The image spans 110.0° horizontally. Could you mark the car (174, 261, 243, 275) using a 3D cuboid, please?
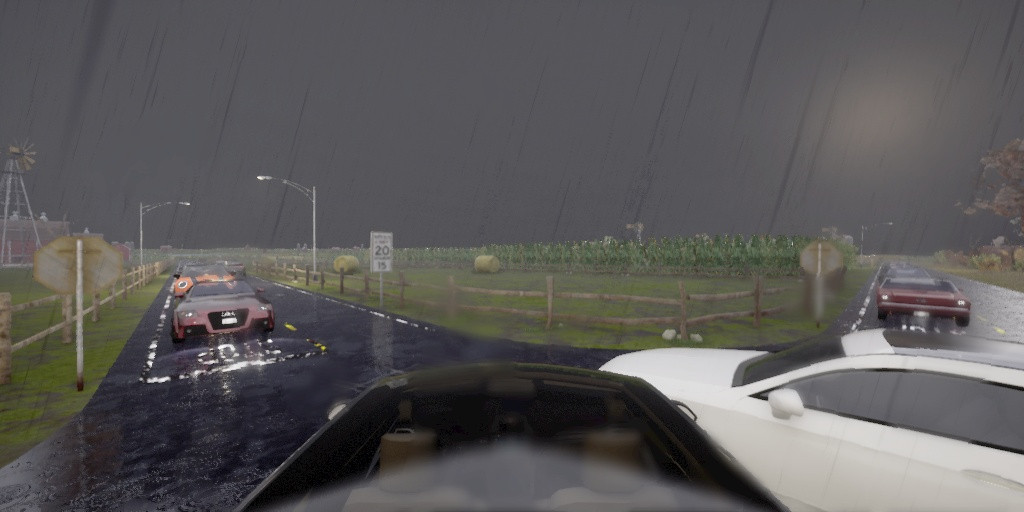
[{"bbox_3d":[-13.968,1.157,16.379,2.097,1.767,4.553,0,0,-43],"label":"car"}]

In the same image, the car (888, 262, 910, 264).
[{"bbox_3d":[26.972,1.350,24.829,4.181,1.385,1.994,0,1,-44],"label":"car"}]

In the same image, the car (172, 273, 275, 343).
[{"bbox_3d":[-8.091,1.365,9.987,1.994,1.385,4.181,0,0,-43],"label":"car"}]

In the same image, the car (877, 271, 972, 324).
[{"bbox_3d":[13.342,1.373,11.797,4.718,1.301,1.895,0,1,-44],"label":"car"}]

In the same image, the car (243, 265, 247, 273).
[{"bbox_3d":[-27.532,1.316,35.399,2.128,1.511,4.902,0,0,-42],"label":"car"}]

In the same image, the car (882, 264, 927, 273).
[{"bbox_3d":[20.316,1.325,18.470,5.357,1.411,2.033,0,1,-44],"label":"car"}]

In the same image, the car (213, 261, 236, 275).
[{"bbox_3d":[-34.369,1.346,42.751,1.837,1.490,4.892,0,0,-42],"label":"car"}]

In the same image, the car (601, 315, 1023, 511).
[{"bbox_3d":[2.805,1.289,2.569,1.812,1.442,4.674,0,1,-45],"label":"car"}]
